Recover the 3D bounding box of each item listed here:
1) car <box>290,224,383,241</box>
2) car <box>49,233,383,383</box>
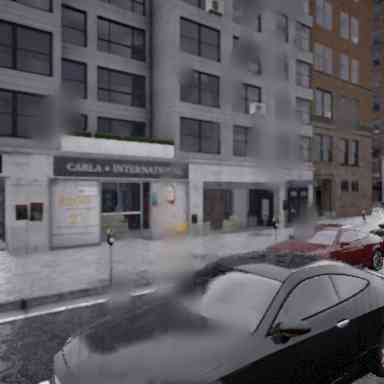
[{"bbox_3d":[3.732,1.560,9.194,4.206,1.307,1.802,0,0,-36],"label":"car"},{"bbox_3d":[0.828,1.518,3.966,4.674,1.442,1.812,0,0,-35],"label":"car"}]
